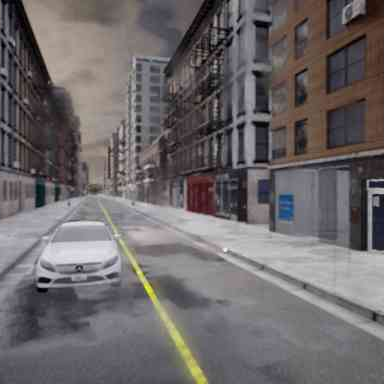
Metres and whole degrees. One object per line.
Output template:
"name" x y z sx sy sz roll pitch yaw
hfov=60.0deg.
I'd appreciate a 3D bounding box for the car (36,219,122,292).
"car" -2.994 1.518 9.171 1.812 1.442 4.674 0 0 -16
